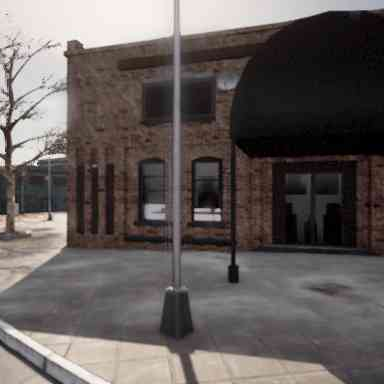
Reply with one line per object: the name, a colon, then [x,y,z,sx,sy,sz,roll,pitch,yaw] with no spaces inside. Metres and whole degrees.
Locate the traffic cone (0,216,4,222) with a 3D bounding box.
traffic cone: [-19.997,2.823,34.935,0.340,0.580,0.340,0,-1,-1]

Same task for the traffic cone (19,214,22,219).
traffic cone: [-20.088,2.911,38.932,0.340,0.580,0.340,0,-1,-1]

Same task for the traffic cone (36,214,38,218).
traffic cone: [-19.133,2.959,40.954,0.340,0.580,0.340,0,-1,-1]
